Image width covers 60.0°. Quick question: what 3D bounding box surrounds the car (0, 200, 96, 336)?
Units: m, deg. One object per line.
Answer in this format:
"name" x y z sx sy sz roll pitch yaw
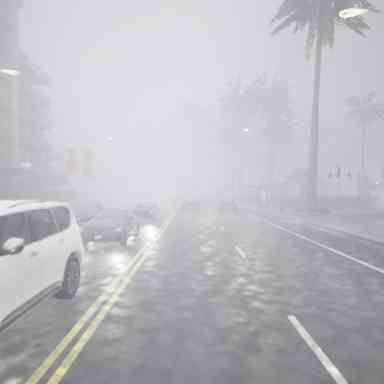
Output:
"car" -3.524 1.189 5.368 2.150 2.045 5.566 0 0 1

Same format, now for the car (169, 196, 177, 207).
"car" -1.825 1.276 45.394 2.033 1.411 5.357 0 0 -13

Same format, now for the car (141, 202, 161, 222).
"car" -3.481 1.451 24.973 1.895 1.301 4.718 0 0 0

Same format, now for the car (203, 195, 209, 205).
"car" 1.377 1.197 46.861 1.882 1.535 5.008 0 0 -14

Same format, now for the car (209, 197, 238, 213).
"car" 3.360 1.290 33.546 2.128 1.511 4.902 0 0 -4

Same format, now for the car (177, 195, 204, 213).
"car" -0.229 1.273 34.115 1.882 1.535 5.008 0 1 -4

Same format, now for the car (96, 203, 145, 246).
"car" -3.505 1.437 14.879 1.812 1.442 4.674 0 0 1

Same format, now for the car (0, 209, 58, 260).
"car" -7.027 1.488 12.802 1.994 1.385 4.181 0 0 0

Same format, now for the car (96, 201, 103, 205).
"car" -6.982 1.389 22.953 1.812 1.442 4.674 0 0 0
